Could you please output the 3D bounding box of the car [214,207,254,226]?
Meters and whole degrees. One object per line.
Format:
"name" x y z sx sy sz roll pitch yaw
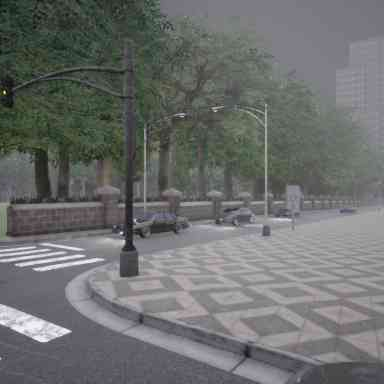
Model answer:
"car" 3.722 2.058 28.700 1.837 1.490 4.892 0 -1 35

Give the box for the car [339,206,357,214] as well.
"car" 25.192 2.844 53.472 1.895 1.301 4.718 0 -1 36

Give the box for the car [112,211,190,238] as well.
"car" -2.293 1.888 20.218 2.033 1.411 5.357 0 -1 35

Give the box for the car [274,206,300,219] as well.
"car" 11.337 2.394 39.414 1.994 1.385 4.181 0 -1 35

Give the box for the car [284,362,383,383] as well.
"car" 2.349 1.551 1.283 4.403 1.369 2.008 0 0 36
